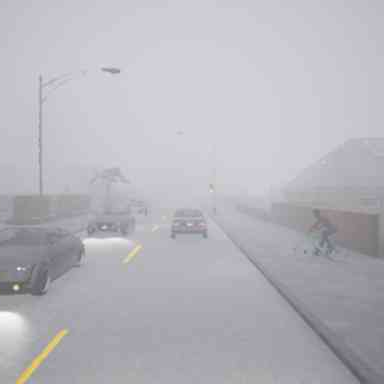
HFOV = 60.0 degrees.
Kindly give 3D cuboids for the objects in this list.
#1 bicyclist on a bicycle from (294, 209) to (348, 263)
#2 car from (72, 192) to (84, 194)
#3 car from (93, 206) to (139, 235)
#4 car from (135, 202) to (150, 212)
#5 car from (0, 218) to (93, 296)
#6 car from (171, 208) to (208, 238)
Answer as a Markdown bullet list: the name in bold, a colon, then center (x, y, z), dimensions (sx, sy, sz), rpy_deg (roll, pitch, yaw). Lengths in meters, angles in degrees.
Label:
- **bicyclist on a bicycle**: center (3.887, 1.329, 9.993), dimensions (1.656, 1.620, 0.582), rpy_deg (1, 0, -1)
- **car**: center (-20.690, 1.015, 58.994), dimensions (1.905, 1.878, 3.866), rpy_deg (0, 0, 34)
- **car**: center (-4.358, 1.566, 18.509), dimensions (1.994, 1.385, 4.181), rpy_deg (0, 0, 0)
- **car**: center (-4.430, 1.176, 27.862), dimensions (2.128, 1.511, 4.902), rpy_deg (0, 0, -1)
- **car**: center (-4.217, 1.572, 8.526), dimensions (1.994, 1.385, 4.181), rpy_deg (0, 0, -1)
- **car**: center (-0.162, 1.536, 17.721), dimensions (2.033, 1.411, 5.357), rpy_deg (0, 0, -1)
